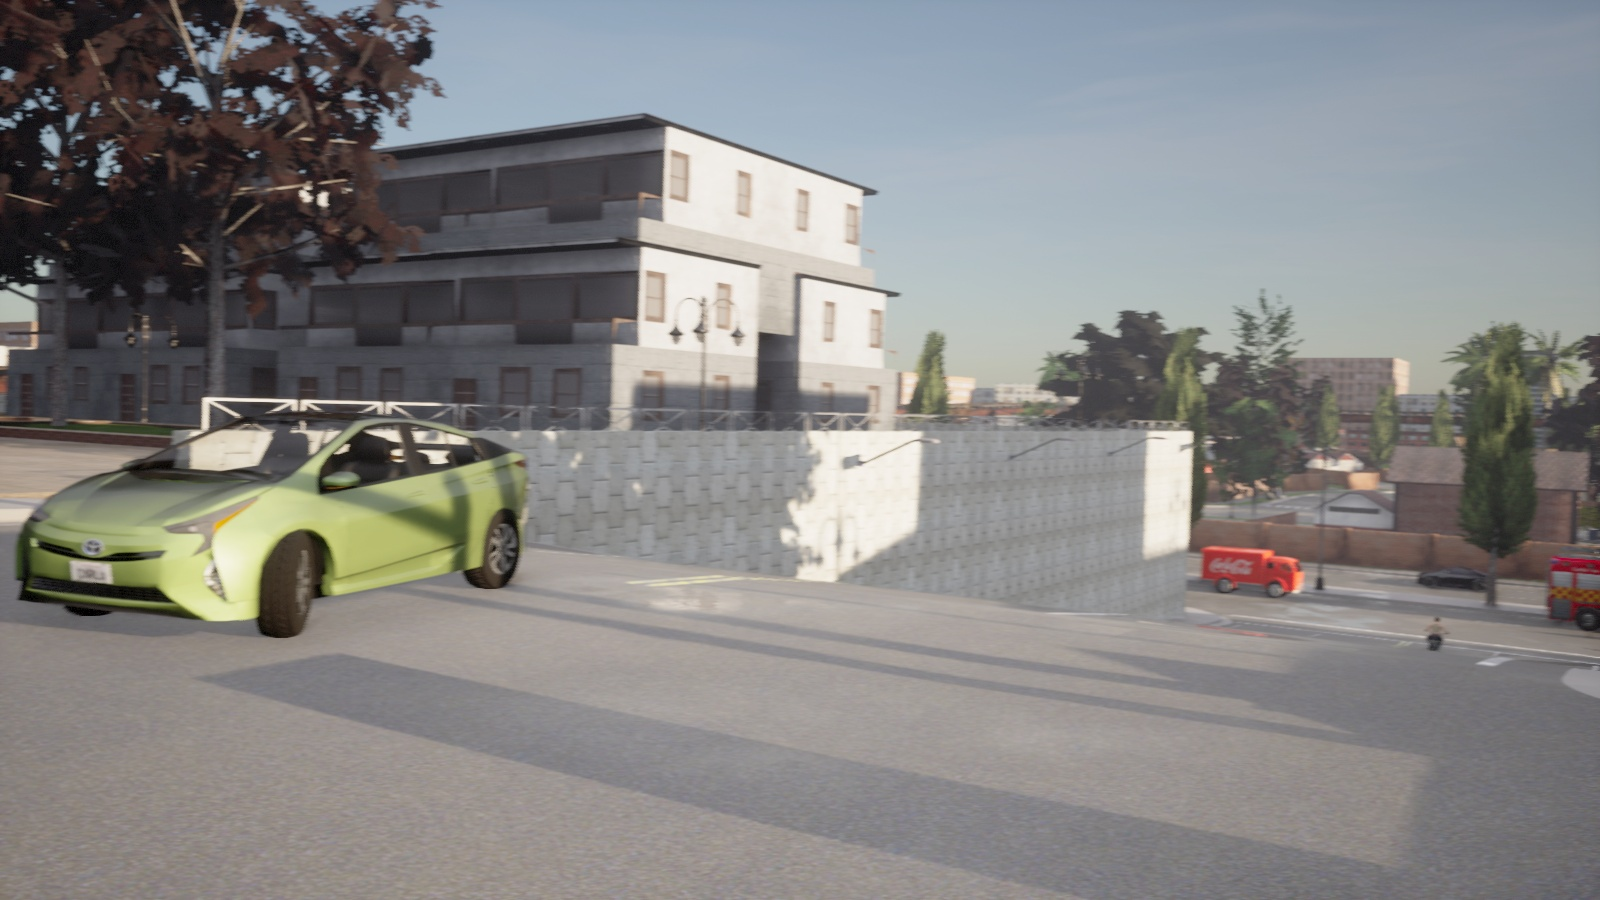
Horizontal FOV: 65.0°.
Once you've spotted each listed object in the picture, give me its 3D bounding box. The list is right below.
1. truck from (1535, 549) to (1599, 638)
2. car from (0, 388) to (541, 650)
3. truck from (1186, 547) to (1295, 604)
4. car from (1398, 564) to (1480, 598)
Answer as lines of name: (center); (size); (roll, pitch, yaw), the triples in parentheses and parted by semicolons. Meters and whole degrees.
truck: (40.447, 7.153, 60.422); (8.468, 3.827, 2.891); (3, 2, 33)
car: (-4.059, 0.380, 10.067); (2.007, 1.525, 4.514); (3, 1, 15)
truck: (24.741, 6.978, 70.593); (5.204, 2.467, 2.627); (3, 2, 33)
car: (38.386, 7.849, 75.465); (4.181, 1.385, 1.994); (3, 2, 33)
